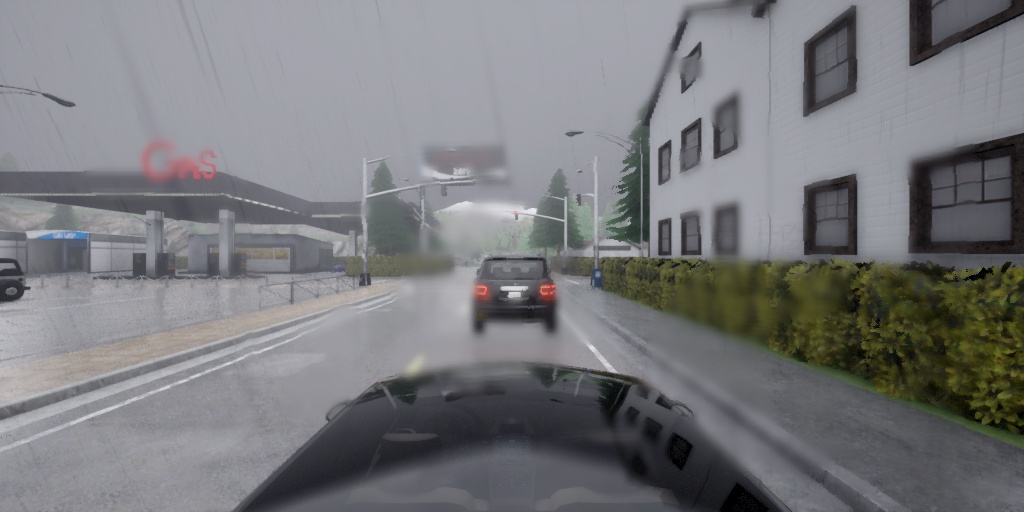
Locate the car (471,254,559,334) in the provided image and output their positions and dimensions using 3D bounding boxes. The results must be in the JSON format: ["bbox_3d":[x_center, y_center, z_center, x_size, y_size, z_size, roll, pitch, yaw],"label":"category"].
[{"bbox_3d":[0.081,0.971,10.746,2.150,2.045,5.566,0,0,0],"label":"car"}]
